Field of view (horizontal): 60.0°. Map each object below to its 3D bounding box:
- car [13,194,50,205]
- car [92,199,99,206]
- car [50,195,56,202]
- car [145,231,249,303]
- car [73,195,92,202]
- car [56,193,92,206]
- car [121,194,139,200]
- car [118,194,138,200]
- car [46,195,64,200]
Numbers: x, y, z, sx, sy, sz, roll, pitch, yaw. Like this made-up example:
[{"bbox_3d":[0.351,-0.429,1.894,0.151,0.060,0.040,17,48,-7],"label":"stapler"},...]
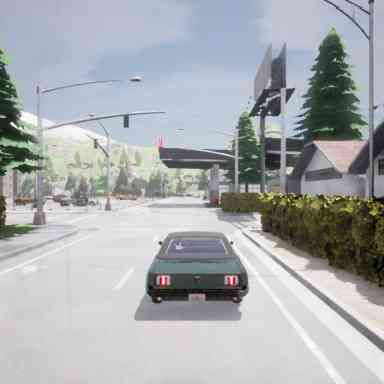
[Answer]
[{"bbox_3d":[-24.633,1.097,50.588,4.605,1.855,1.932,0,0,0],"label":"car"},{"bbox_3d":[-16.154,1.361,50.671,3.806,1.475,1.970,0,0,0],"label":"car"},{"bbox_3d":[-23.988,1.298,63.048,4.514,1.523,2.007,0,0,0],"label":"car"},{"bbox_3d":[0.099,1.601,8.155,1.895,1.301,4.718,0,0,0],"label":"car"},{"bbox_3d":[-23.999,1.320,73.041,3.633,1.501,1.845,0,0,0],"label":"car"},{"bbox_3d":[-16.747,1.077,47.343,3.866,1.878,1.905,0,0,0],"label":"car"},{"bbox_3d":[-16.457,1.340,88.064,4.514,1.523,2.007,0,0,0],"label":"car"},{"bbox_3d":[-16.388,1.330,84.927,5.027,1.636,2.152,0,0,0],"label":"car"},{"bbox_3d":[-35.054,1.384,84.975,3.806,1.475,1.970,0,0,0],"label":"car"}]
